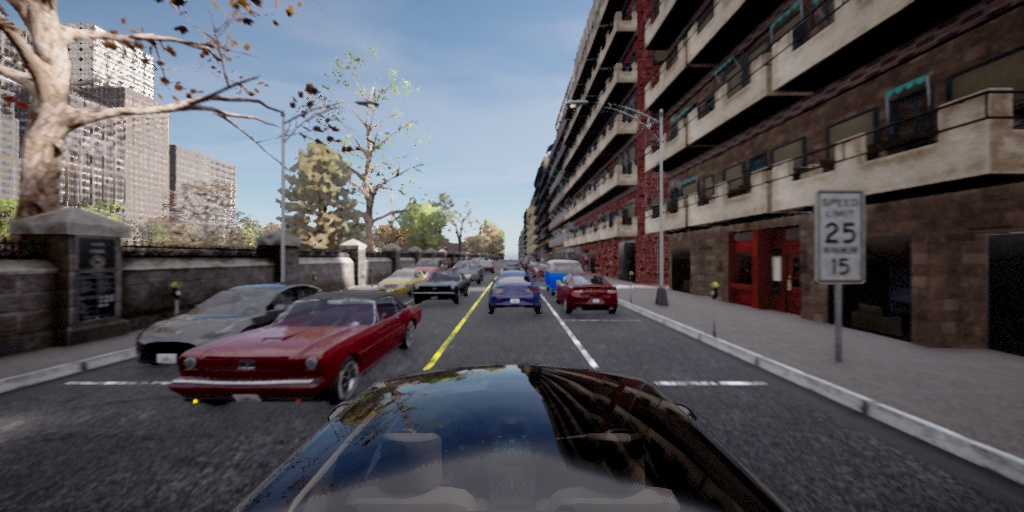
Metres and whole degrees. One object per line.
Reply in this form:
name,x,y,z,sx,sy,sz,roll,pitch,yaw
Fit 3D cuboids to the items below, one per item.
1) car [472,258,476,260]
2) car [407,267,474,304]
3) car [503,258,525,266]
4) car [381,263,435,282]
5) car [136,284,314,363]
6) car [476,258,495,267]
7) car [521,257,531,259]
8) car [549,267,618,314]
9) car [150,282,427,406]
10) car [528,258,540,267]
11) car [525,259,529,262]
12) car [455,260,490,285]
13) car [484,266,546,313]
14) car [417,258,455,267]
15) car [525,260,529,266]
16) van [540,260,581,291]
car,-5.695,1.228,41.874,1.967,1.591,4.097,0,0,0
car,-3.079,1.360,16.473,1.895,1.301,4.718,0,0,0
car,0.012,1.277,38.575,2.128,1.511,4.902,0,0,0
car,-5.691,1.286,19.184,1.751,1.417,4.829,0,0,0
car,-5.690,1.319,8.092,1.948,1.339,4.313,0,0,0
car,-3.006,1.282,42.207,1.882,1.535,5.008,0,0,0
car,2.685,1.112,47.504,2.192,1.841,5.009,0,0,0
car,2.689,1.302,13.723,1.888,1.381,4.507,0,0,0
car,-3.094,1.353,6.394,1.895,1.301,4.718,0,0,0
car,2.687,1.213,30.614,1.967,1.591,4.097,0,0,0
car,2.685,1.334,41.874,1.888,1.381,4.507,0,0,0
car,-3.079,1.260,26.671,2.128,1.511,4.902,0,0,0
car,0.096,1.283,13.856,1.812,1.442,4.674,0,0,0
car,-5.693,1.081,24.983,2.192,1.841,5.009,0,0,0
car,2.686,1.331,36.244,2.007,1.370,4.403,0,0,0
van,2.689,1.102,19.354,1.690,1.789,3.998,0,0,0
